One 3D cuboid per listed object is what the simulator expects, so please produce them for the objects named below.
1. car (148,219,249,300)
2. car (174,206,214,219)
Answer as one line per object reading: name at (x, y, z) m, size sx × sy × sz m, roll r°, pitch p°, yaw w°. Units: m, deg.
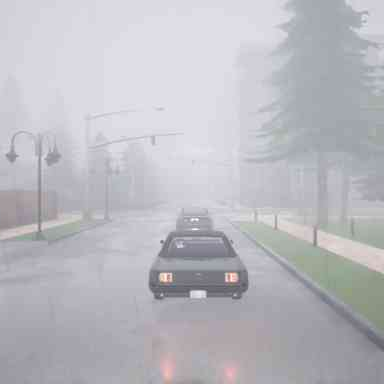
car at (0.118, 1.601, 8.366) m, size 1.895 × 1.301 × 4.718 m, roll 0°, pitch 0°, yaw 0°
car at (0.131, 1.505, 17.627) m, size 1.837 × 1.490 × 4.892 m, roll 0°, pitch 0°, yaw 0°
